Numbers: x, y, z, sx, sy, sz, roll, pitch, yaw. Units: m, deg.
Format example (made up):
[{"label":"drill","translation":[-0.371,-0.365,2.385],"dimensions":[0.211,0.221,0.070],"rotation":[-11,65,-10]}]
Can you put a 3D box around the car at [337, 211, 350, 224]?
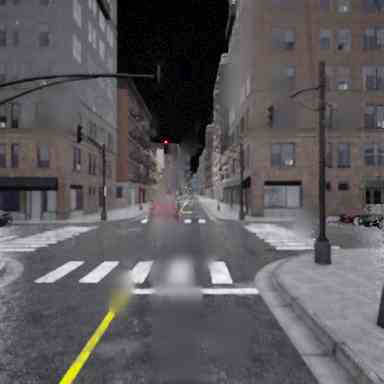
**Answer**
[{"label":"car","translation":[12.173,1.502,22.401],"dimensions":[4.507,1.381,1.887],"rotation":[-1,0,1]}]

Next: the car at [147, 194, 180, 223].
[{"label":"car","translation":[-2.459,1.300,27.359],"dimensions":[2.150,2.045,5.566],"rotation":[-1,0,-9]}]

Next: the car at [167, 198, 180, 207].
[{"label":"car","translation":[-2.960,1.711,54.935],"dimensions":[1.895,1.301,4.718],"rotation":[0,0,1]}]

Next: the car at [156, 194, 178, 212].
[{"label":"car","translation":[-3.019,1.314,41.441],"dimensions":[2.150,2.045,5.566],"rotation":[0,1,1]}]

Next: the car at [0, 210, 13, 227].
[{"label":"car","translation":[-14.590,1.774,22.635],"dimensions":[4.403,1.369,2.008],"rotation":[-1,0,1]}]

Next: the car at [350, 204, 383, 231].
[{"label":"car","translation":[12.455,1.412,19.656],"dimensions":[5.008,1.535,1.882],"rotation":[-1,0,0]}]
